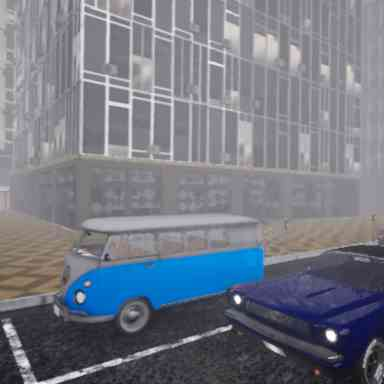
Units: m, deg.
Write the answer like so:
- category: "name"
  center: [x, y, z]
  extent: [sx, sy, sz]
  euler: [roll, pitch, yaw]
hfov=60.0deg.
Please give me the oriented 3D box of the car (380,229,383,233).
- category: "car"
  center: [8.956, 1.608, 12.897]
  extent: [4.507, 1.381, 1.887]
  euler: [0, 0, -35]

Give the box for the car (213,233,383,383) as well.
- category: "car"
  center: [2.808, 1.621, 5.365]
  extent: [4.718, 1.301, 1.895]
  euler: [0, 0, -35]

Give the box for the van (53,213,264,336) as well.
- category: "van"
  center: [-0.392, 1.345, 6.414]
  extent: [3.998, 1.788, 1.690]
  euler: [0, 0, -35]
